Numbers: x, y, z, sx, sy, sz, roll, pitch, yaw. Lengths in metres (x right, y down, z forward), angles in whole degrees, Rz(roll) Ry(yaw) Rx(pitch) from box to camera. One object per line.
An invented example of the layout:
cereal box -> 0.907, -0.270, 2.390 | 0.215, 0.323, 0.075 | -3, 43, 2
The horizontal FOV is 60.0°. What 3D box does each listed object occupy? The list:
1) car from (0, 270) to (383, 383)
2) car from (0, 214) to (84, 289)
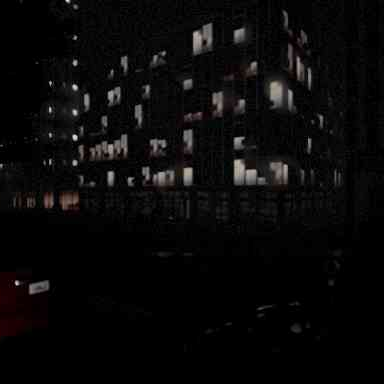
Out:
car -> 0.588, 1.564, 2.458 | 4.313, 1.339, 1.947 | 0, 0, 35
car -> -3.908, 1.303, 5.664 | 5.009, 1.841, 2.192 | 0, 0, 35
